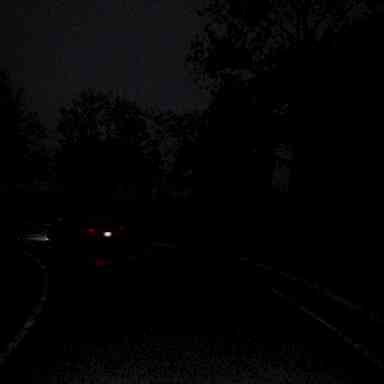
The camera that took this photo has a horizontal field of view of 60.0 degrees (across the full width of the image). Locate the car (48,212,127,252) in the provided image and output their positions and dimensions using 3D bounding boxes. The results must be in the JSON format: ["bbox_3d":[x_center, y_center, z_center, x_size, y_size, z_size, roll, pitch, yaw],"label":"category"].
[{"bbox_3d":[-4.465,1.527,13.931,1.994,1.385,4.181,1,0,-41],"label":"car"}]
